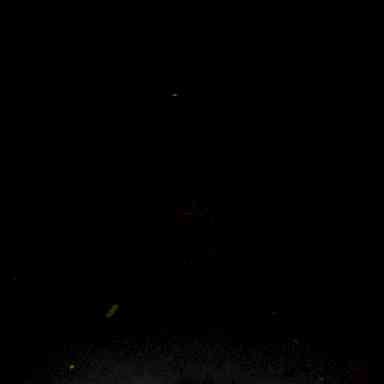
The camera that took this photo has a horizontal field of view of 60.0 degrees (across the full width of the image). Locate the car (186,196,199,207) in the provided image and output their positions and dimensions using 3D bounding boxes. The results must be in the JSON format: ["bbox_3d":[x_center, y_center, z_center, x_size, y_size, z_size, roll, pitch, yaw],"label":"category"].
[{"bbox_3d":[0.034,1.354,48.998,1.837,1.490,4.892,0,0,0],"label":"car"}]

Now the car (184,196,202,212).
[{"bbox_3d":[0.124,1.364,37.441,1.882,1.535,5.008,0,0,0],"label":"car"}]
